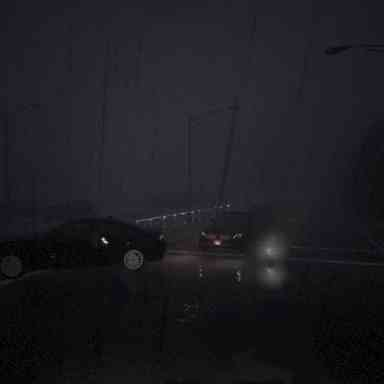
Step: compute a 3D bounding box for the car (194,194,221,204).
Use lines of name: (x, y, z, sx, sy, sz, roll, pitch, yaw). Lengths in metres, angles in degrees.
car: (1.869, 1.128, 56.723, 5.027, 1.636, 2.152, 0, 0, 19)

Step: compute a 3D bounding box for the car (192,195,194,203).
car: (-2.262, 1.054, 44.614, 3.866, 1.878, 1.905, 0, 0, 19)

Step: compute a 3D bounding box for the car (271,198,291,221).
car: (5.967, 1.476, 24.877, 2.128, 1.511, 4.902, 0, 0, 19)

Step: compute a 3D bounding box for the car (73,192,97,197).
car: (-18.265, 1.250, 53.748, 4.514, 1.523, 2.007, 0, 0, 19)

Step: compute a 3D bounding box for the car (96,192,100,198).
car: (-21.607, 1.300, 68.010, 3.806, 1.475, 1.970, 0, 0, 19)

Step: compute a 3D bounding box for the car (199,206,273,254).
car: (1.871, 1.515, 13.836, 1.812, 1.442, 4.674, 0, 0, 25)

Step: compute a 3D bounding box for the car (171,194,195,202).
car: (-1.853, 1.260, 68.644, 4.514, 1.523, 2.007, 0, 0, 19)

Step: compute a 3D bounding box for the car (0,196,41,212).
car: (-15.003, 1.356, 29.404, 3.806, 1.475, 1.970, 0, 0, 19)

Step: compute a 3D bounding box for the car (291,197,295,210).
car: (9.924, 1.545, 36.465, 1.994, 1.385, 4.181, 0, 0, 19)

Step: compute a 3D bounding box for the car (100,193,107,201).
car: (-19.954, 1.016, 70.958, 3.866, 1.878, 1.905, 0, 0, 19)

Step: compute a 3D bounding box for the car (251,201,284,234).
car: (4.036, 1.491, 19.237, 1.837, 1.490, 4.892, 0, 0, 19)

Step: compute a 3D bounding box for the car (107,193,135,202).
car: (-13.569, 1.048, 65.307, 4.605, 1.855, 1.932, 0, 0, 19)

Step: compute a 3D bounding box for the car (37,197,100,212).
car: (-8.942, 1.356, 24.187, 3.633, 1.501, 1.845, 0, 0, 19)

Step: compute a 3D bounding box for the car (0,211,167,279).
car: (-3.257, 1.476, 9.828, 5.008, 1.535, 1.882, 0, 0, -15)

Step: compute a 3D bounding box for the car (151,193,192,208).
car: (-2.810, 1.076, 41.731, 4.605, 1.855, 1.932, 0, 0, 19)

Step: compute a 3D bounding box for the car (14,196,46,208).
car: (-21.533, 1.274, 44.304, 3.633, 1.501, 1.845, 0, 0, 19)

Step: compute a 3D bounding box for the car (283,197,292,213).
car: (7.864, 1.488, 30.434, 1.837, 1.490, 4.892, 0, 0, 19)

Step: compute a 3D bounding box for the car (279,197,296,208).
car: (13.716, 1.470, 47.584, 2.128, 1.511, 4.902, 0, 0, 19)
